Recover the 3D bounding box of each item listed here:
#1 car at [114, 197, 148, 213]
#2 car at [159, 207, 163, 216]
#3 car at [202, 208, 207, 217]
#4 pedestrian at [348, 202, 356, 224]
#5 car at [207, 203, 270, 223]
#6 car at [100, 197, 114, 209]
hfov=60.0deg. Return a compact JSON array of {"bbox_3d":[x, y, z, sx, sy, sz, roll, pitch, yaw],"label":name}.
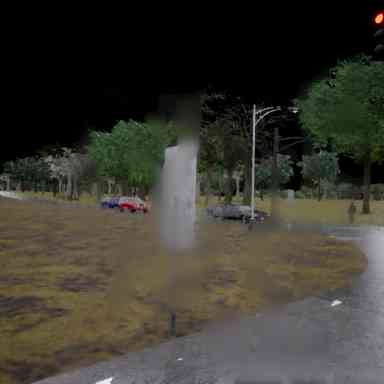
[{"bbox_3d":[-7.937,1.679,44.423,2.150,2.045,5.566,3,-2,-35],"label":"car"},{"bbox_3d":[-1.849,1.927,35.896,1.994,1.385,4.181,3,-2,-37],"label":"car"},{"bbox_3d":[3.058,1.972,35.429,1.837,1.490,4.892,3,-2,-36],"label":"car"},{"bbox_3d":[13.353,1.717,27.813,0.375,1.860,0.375,2,-1,-36],"label":"pedestrian"},{"bbox_3d":[3.962,1.793,27.840,2.033,1.411,5.357,3,-2,-36],"label":"car"},{"bbox_3d":[-14.707,1.934,60.133,2.150,2.045,5.566,3,-2,-36],"label":"car"}]
